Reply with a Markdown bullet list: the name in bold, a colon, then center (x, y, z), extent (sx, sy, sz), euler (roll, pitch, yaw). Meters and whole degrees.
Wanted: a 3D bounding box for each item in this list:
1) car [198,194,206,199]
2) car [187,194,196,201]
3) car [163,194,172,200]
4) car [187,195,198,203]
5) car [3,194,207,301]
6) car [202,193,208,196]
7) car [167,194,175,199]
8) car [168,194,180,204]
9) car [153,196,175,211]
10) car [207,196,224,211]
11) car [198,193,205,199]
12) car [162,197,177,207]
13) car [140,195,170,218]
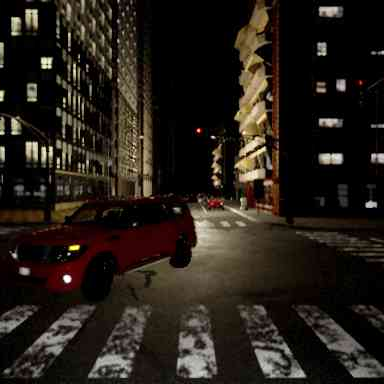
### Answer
- **car**: center (2.598, 1.180, 84.708), extent (1.802, 1.307, 4.206), euler (0, 0, 0)
- **car**: center (-0.075, 1.210, 70.908), extent (1.994, 1.385, 4.181), euler (0, 0, 0)
- **car**: center (-5.775, 1.173, 79.050), extent (2.008, 1.369, 4.403), euler (0, 0, 0)
- **car**: center (0.036, 1.266, 60.866), extent (1.994, 1.385, 4.181), euler (0, 0, 0)
- **car**: center (-1.887, 1.166, 8.791), extent (2.150, 2.045, 5.566), euler (0, 0, 29)
- **car**: center (2.636, 1.299, 50.817), extent (2.008, 1.369, 4.403), euler (0, 0, 0)
- **car**: center (-5.788, 1.120, 90.347), extent (1.887, 1.381, 4.507), euler (0, 0, 0)
- **car**: center (-3.063, 1.196, 57.388), extent (1.882, 1.535, 5.008), euler (0, 0, 0)
- **car**: center (-3.136, 1.301, 37.859), extent (2.128, 1.511, 4.902), euler (0, 0, 0)
- **car**: center (2.700, 1.391, 37.900), extent (1.802, 1.307, 4.206), euler (0, 0, 0)
- **car**: center (2.592, 1.015, 90.356), extent (1.967, 1.590, 4.097), euler (0, 0, 0)
- **car**: center (-3.126, 1.367, 47.117), extent (1.895, 1.301, 4.718), euler (0, 0, 0)
- **car**: center (-3.126, 1.204, 28.810), extent (2.097, 1.767, 4.553), euler (0, 0, 0)
